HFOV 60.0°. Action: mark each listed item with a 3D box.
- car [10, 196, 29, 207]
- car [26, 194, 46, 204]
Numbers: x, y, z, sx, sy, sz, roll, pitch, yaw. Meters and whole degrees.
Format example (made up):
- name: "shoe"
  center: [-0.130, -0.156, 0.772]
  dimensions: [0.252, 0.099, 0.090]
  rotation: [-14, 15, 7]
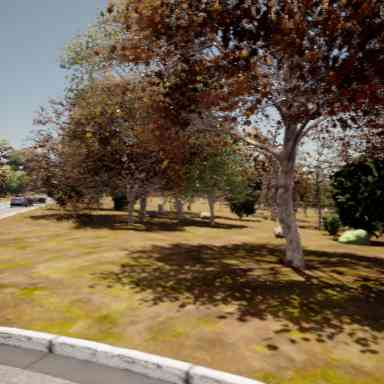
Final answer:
- name: "car"
  center: [-21.440, 1.170, 41.896]
  dimensions: [1.994, 1.385, 4.181]
  rotation: [-1, 1, -15]
- name: "car"
  center: [-24.100, 1.092, 51.566]
  dimensions: [1.895, 1.301, 4.718]
  rotation: [-1, 1, -15]
